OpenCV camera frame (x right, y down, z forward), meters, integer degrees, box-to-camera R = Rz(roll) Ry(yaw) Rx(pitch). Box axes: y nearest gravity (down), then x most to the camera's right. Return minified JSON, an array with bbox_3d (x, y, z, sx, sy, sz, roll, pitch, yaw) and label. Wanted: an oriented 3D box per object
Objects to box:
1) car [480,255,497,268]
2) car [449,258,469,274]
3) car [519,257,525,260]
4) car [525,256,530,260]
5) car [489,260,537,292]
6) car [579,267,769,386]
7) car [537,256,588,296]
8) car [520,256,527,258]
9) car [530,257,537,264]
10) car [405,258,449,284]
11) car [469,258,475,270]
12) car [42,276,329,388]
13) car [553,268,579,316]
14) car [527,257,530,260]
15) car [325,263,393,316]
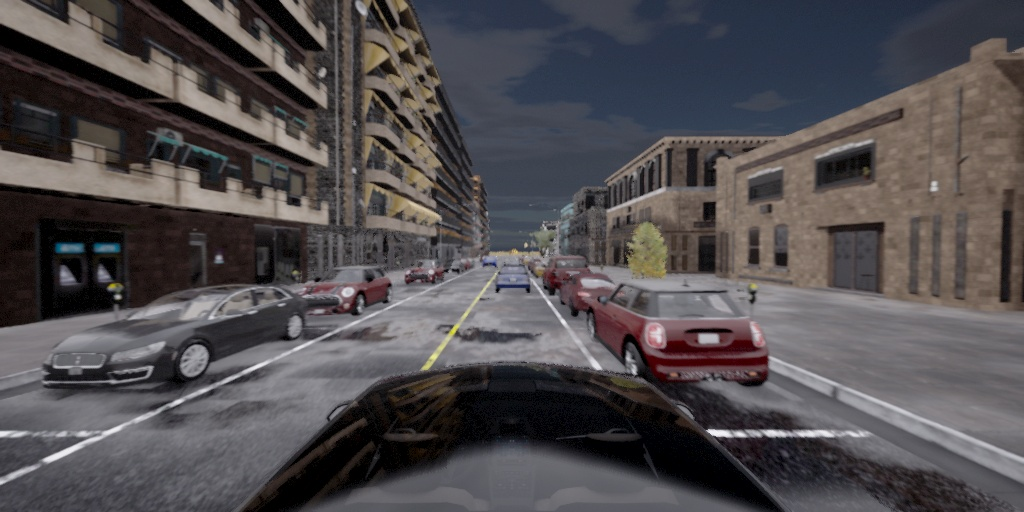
[{"bbox_3d":[-3.086,0.786,50.161,1.882,1.535,5.008,0,1,0],"label":"car"},{"bbox_3d":[-5.711,1.009,35.272,1.948,1.339,4.313,0,0,0],"label":"car"},{"bbox_3d":[0.054,1.044,35.121,1.895,1.301,4.718,0,1,0],"label":"car"},{"bbox_3d":[2.666,0.972,40.926,1.802,1.307,4.207,0,0,0],"label":"car"},{"bbox_3d":[0.057,1.133,19.537,2.033,1.411,5.357,0,1,0],"label":"car"},{"bbox_3d":[2.708,1.142,6.865,1.967,1.591,4.097,0,0,0],"label":"car"},{"bbox_3d":[2.680,0.912,18.218,2.192,1.841,5.009,0,0,0],"label":"car"},{"bbox_3d":[2.657,0.763,58.127,1.751,1.417,4.829,0,0,0],"label":"car"},{"bbox_3d":[2.673,1.019,29.742,1.751,1.417,4.829,0,0,0],"label":"car"},{"bbox_3d":[-5.710,0.987,23.918,1.967,1.591,4.097,0,0,0],"label":"car"},{"bbox_3d":[-5.714,0.937,40.949,1.888,1.381,4.507,0,0,0],"label":"car"},{"bbox_3d":[-5.715,1.254,6.887,2.007,1.370,4.403,0,0,0],"label":"car"},{"bbox_3d":[2.683,1.231,12.540,1.802,1.307,4.207,0,0,0],"label":"car"},{"bbox_3d":[2.670,1.024,35.249,1.802,1.307,4.207,0,0,0],"label":"car"},{"bbox_3d":[-5.682,1.091,12.563,1.967,1.591,4.097,0,0,0],"label":"car"}]
